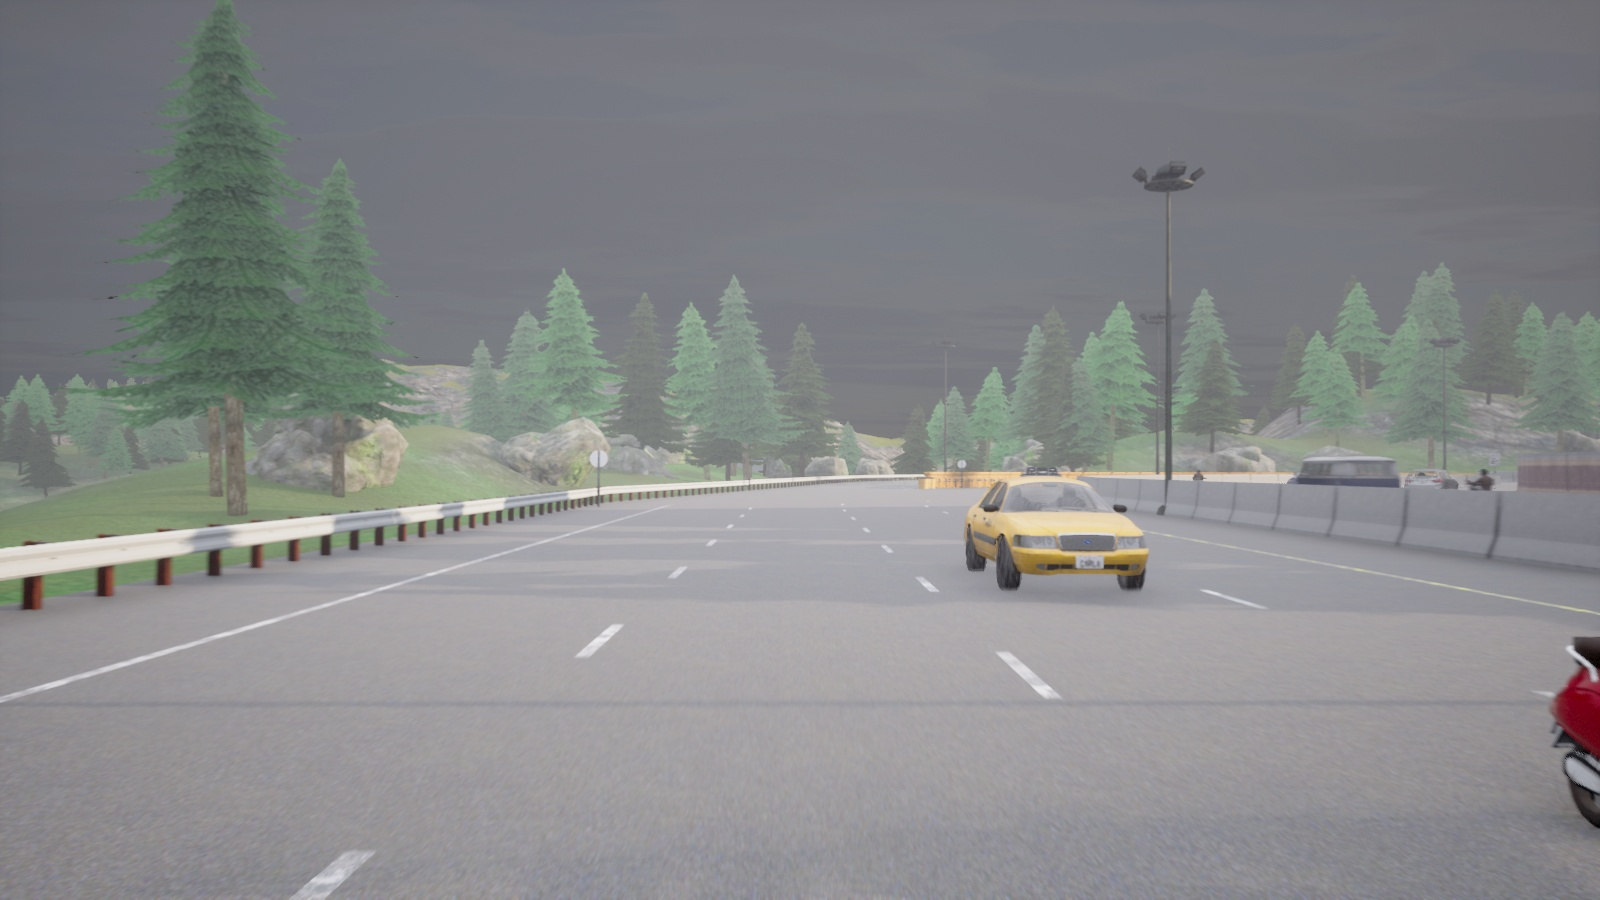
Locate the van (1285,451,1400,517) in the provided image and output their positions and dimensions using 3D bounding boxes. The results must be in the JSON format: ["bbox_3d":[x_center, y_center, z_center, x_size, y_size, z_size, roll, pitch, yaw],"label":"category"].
[{"bbox_3d":[17.399,1.065,40.499,1.775,1.987,4.442,0,-1,0],"label":"van"}]

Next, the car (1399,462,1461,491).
[{"bbox_3d":[36.940,1.540,73.566,2.242,1.667,4.611,-1,-1,39],"label":"car"}]

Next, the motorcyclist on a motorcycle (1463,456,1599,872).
[{"bbox_3d":[3.488,0.819,4.858,0.866,1.590,1.817,0,-1,0],"label":"motorcyclist on a motorcycle"}]

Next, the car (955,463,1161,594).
[{"bbox_3d":[3.456,0.987,17.878,1.801,1.575,5.366,0,-1,0],"label":"car"}]
